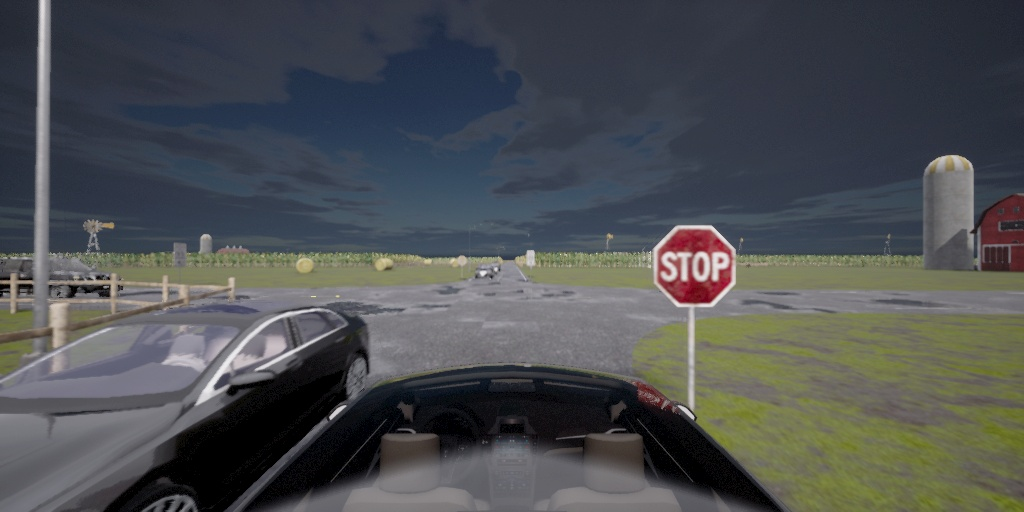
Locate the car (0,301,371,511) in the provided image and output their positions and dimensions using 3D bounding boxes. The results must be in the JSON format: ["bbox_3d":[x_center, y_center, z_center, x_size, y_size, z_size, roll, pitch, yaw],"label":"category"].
[{"bbox_3d":[-2.915,1.258,3.386,2.128,1.511,4.902,0,-1,-2],"label":"car"}]

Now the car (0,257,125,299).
[{"bbox_3d":[-22.215,1.079,17.255,5.566,2.045,2.150,0,0,0],"label":"car"}]

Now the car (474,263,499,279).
[{"bbox_3d":[-2.867,1.632,38.281,2.128,1.511,4.902,0,-1,1],"label":"car"}]

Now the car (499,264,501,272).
[{"bbox_3d":[-2.865,1.853,48.391,1.895,1.301,4.718,0,-1,0],"label":"car"}]

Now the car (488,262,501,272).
[{"bbox_3d":[-2.866,1.856,59.596,1.882,1.535,5.008,0,-1,0],"label":"car"}]
